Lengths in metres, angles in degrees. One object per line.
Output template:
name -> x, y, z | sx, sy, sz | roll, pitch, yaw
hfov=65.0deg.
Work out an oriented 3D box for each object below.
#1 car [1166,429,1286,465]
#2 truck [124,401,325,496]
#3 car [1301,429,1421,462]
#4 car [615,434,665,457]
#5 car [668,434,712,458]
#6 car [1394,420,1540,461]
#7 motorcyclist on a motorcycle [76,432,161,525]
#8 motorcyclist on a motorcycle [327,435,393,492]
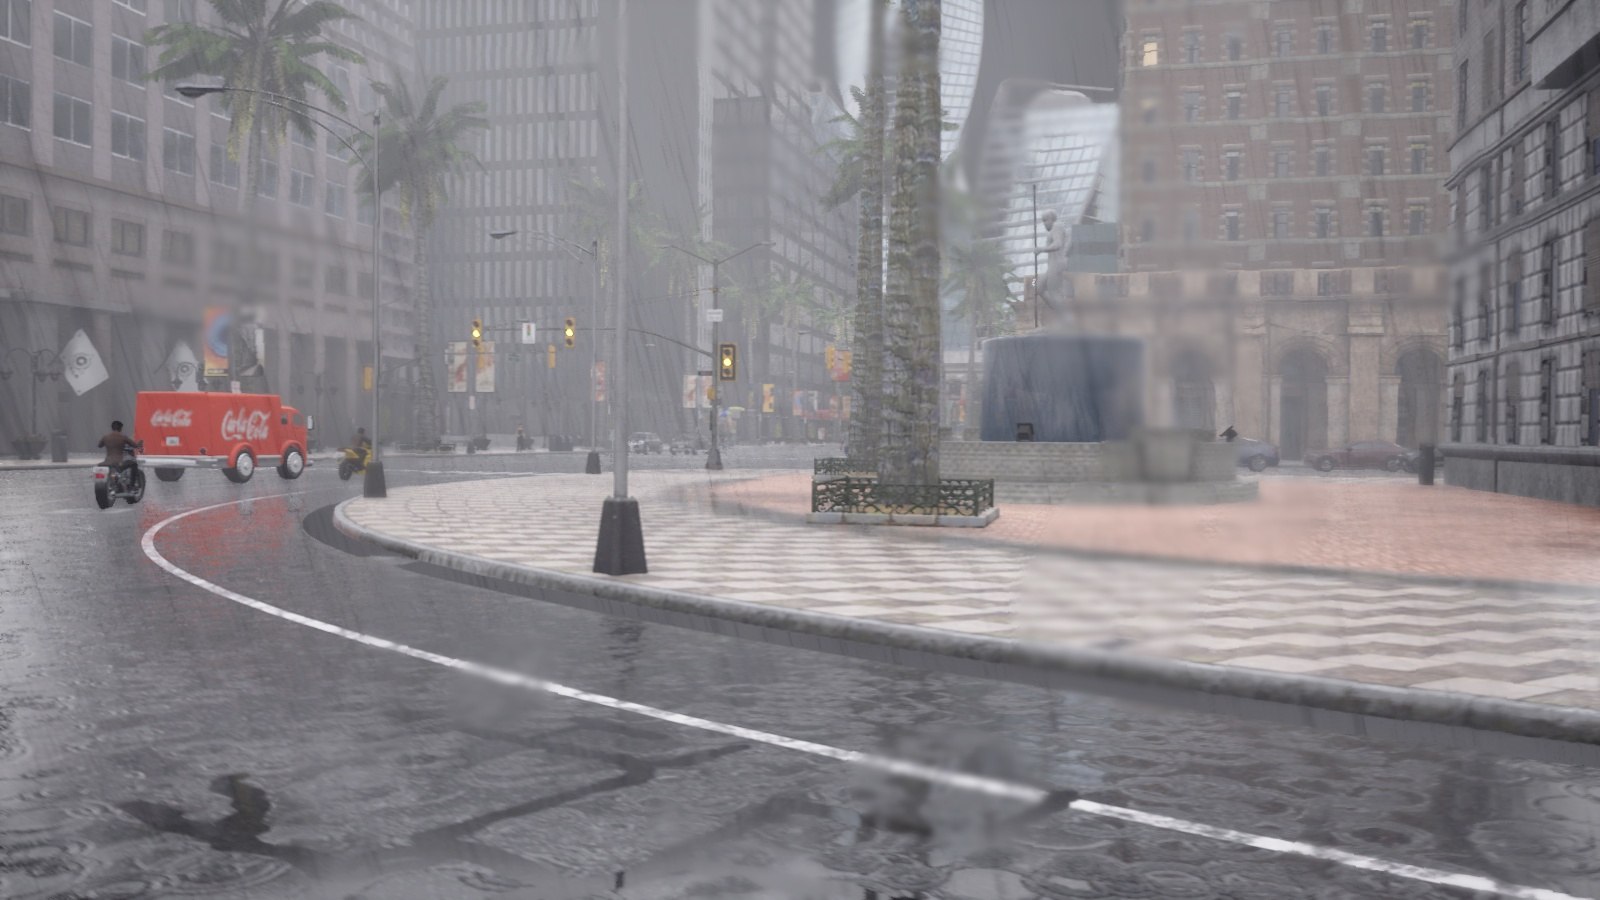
car -> 18.514, -0.128, 54.840 | 4.792, 1.488, 2.163 | 0, 1, 14
truck -> -16.082, -0.072, 35.503 | 2.627, 2.467, 5.204 | 0, 1, 10
car -> 25.279, -0.184, 56.740 | 4.674, 1.442, 1.812 | 0, 1, 14
car -> -10.772, -0.298, 84.776 | 1.970, 1.475, 3.806 | 0, 1, 15
car -> -7.362, -0.304, 84.045 | 1.789, 1.549, 3.705 | 0, 1, 14
car -> 27.773, -0.398, 52.493 | 5.027, 1.651, 2.152 | 0, 1, 14
motorcyclist on a motorcycle -> -12.690, 0.489, 23.459 | 0.766, 1.649, 2.350 | 0, 0, -12
motorcyclist on a motorcycle -> -12.476, 0.366, 35.679 | 0.797, 1.523, 2.044 | 0, 2, 11
